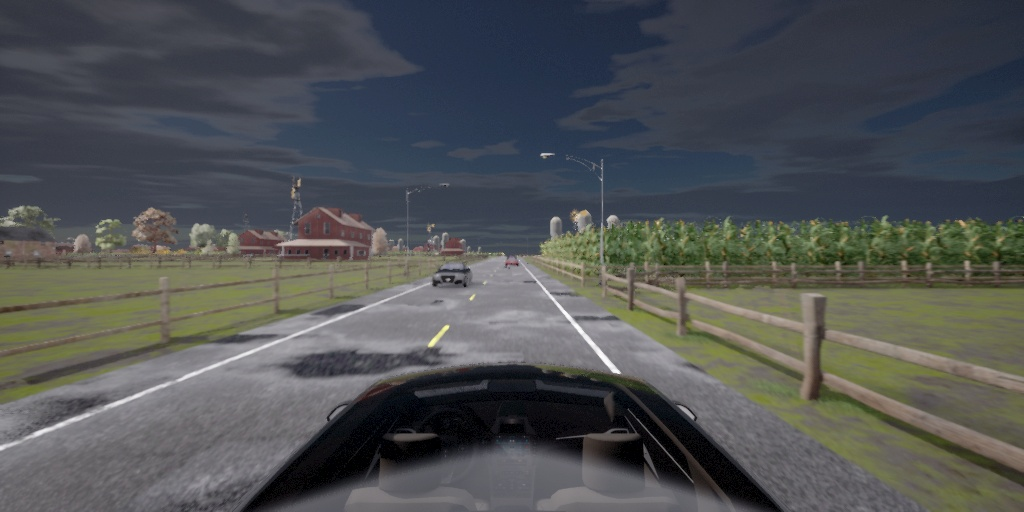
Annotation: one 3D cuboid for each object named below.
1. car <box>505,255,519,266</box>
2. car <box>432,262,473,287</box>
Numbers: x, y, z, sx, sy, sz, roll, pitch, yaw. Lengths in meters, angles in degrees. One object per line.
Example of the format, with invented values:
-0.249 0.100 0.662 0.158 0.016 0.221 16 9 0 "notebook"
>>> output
-0.011 0.756 51.465 1.994 1.385 4.181 0 1 0 "car"
-3.512 1.081 21.732 1.994 1.385 4.181 0 1 0 "car"
